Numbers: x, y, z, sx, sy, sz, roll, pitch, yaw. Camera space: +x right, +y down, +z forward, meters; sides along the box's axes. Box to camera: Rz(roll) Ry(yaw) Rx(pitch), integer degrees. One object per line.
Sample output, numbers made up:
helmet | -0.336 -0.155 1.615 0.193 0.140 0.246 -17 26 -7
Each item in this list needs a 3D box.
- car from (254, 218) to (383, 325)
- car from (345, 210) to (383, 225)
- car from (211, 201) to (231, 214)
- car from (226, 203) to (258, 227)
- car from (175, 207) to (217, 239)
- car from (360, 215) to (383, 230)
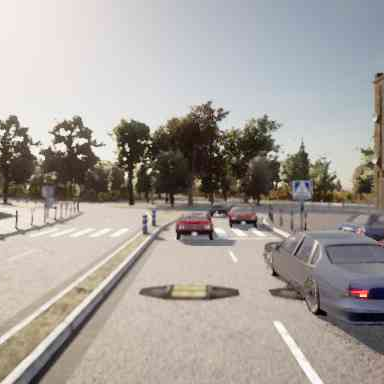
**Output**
car | 3.090 1.591 7.598 2.033 1.411 5.357 -1 0 -2
car | 7.594 1.435 11.737 4.553 1.767 2.185 0 0 0
car | 3.209 1.658 33.824 1.837 1.490 4.892 0 0 20
car | 3.593 1.736 23.875 1.895 1.301 4.718 0 0 6
car | 0.196 1.709 18.006 1.895 1.301 4.718 0 0 2
car | 7.634 1.546 8.974 5.008 1.535 2.097 0 0 0
